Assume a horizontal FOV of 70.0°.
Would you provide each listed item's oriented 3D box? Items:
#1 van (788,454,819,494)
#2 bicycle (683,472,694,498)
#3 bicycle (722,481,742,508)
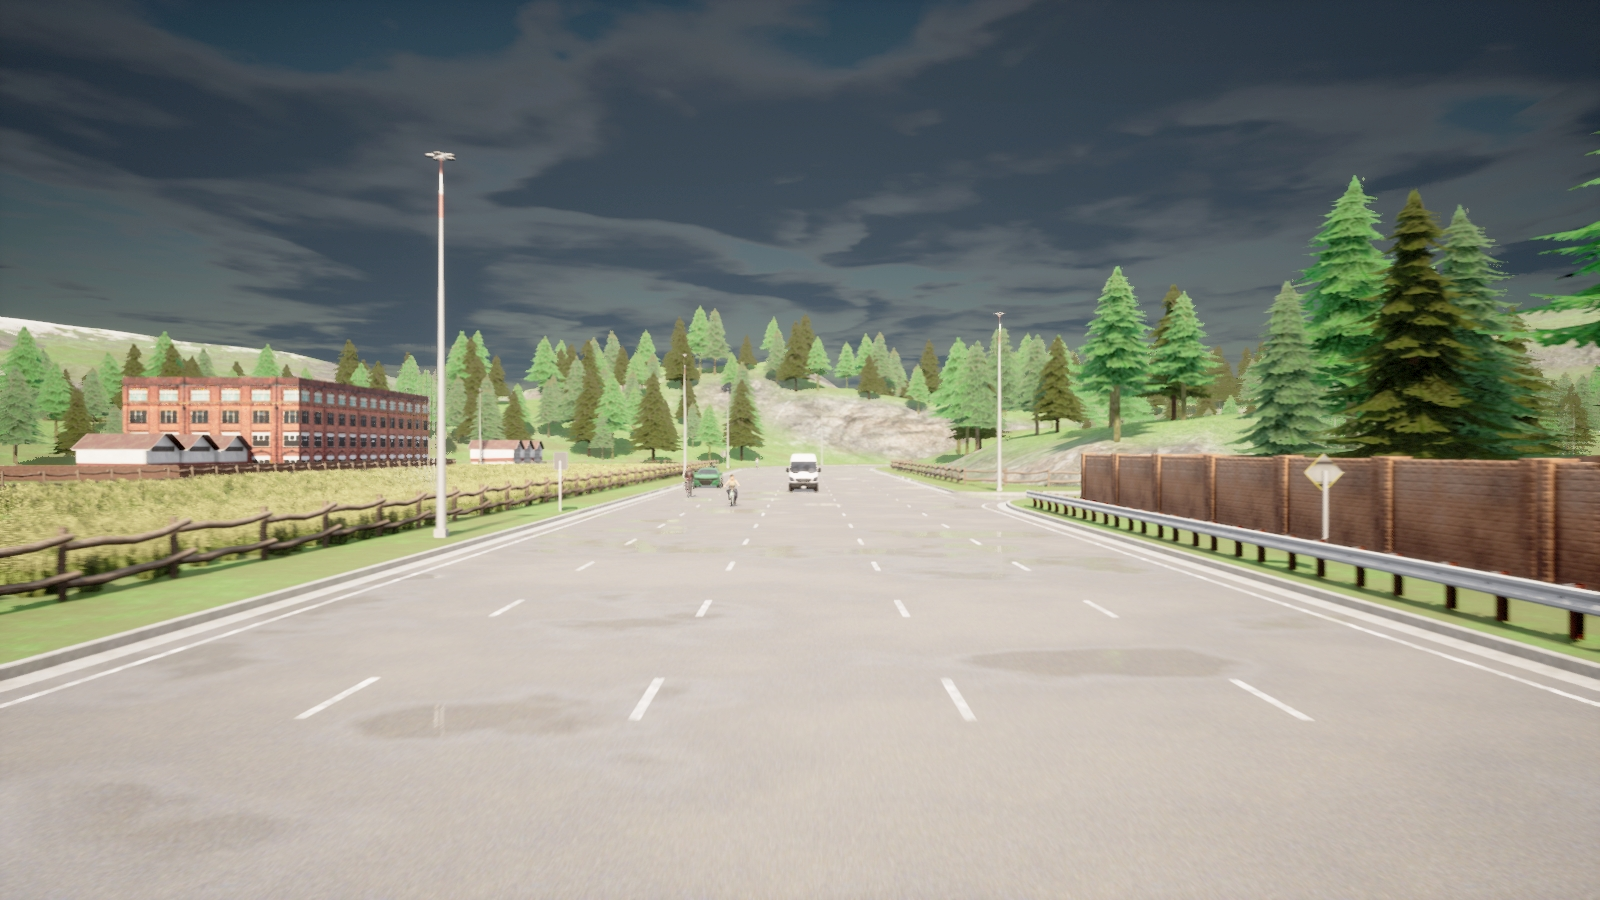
[{"bbox_3d":[0.245,1.530,76.659,1.988,2.561,5.915,0,0,0],"label":"van"},{"bbox_3d":[-6.519,2.056,66.761,0.329,1.471,1.835,1,0,3],"label":"bicycle"},{"bbox_3d":[-3.324,2.154,55.905,0.859,1.276,1.487,0,0,0],"label":"bicycle"}]
